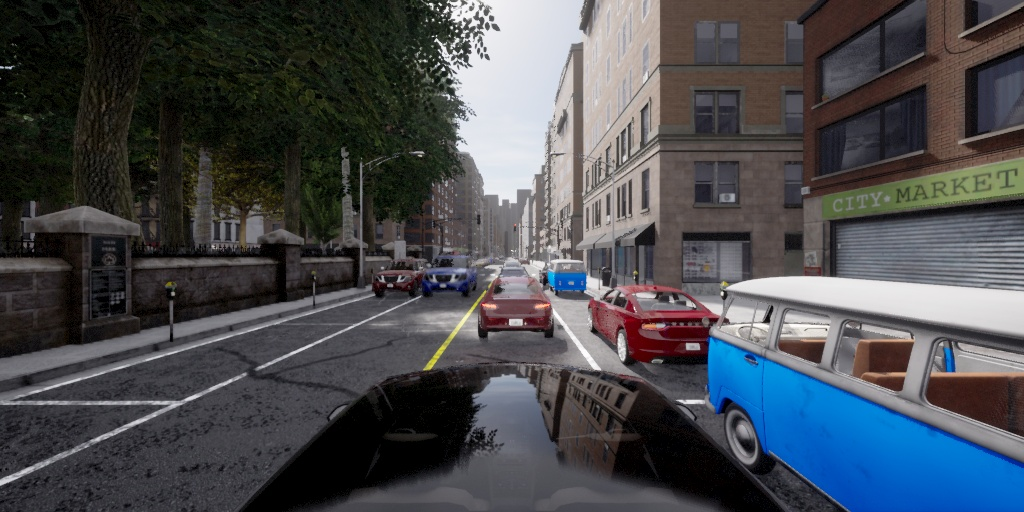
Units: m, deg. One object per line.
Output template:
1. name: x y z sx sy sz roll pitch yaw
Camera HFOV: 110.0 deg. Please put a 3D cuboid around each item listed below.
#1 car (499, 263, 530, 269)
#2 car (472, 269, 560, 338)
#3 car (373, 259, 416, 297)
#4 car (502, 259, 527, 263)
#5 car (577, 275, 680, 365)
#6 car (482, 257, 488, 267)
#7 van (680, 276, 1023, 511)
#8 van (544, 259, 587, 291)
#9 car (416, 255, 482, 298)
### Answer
1. car: 0.107 1.292 19.672 2.033 1.411 5.357 0 0 1
2. car: 0.100 1.274 10.093 1.812 1.442 4.674 0 0 0
3. car: -5.658 1.059 19.177 2.192 1.841 5.009 0 0 0
4. car: 0.020 1.242 29.417 1.837 1.490 4.892 0 0 0
5. car: 2.860 1.294 7.891 1.888 1.381 4.507 0 0 0
6. car: -5.633 1.229 62.696 1.751 1.417 4.829 0 0 0
7. van: 2.857 1.091 2.230 1.690 1.789 3.998 0 0 0
8. van: 2.867 1.086 19.212 1.690 1.789 3.998 0 0 0
9. car: -3.073 0.965 18.812 2.150 2.045 5.566 0 0 0
